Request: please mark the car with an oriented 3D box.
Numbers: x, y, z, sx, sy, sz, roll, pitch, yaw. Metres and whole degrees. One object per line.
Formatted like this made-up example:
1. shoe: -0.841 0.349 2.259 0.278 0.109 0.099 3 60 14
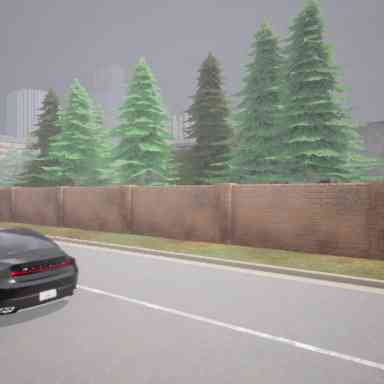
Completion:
1. car: -4.459 1.507 7.159 4.892 1.490 1.837 1 0 35
